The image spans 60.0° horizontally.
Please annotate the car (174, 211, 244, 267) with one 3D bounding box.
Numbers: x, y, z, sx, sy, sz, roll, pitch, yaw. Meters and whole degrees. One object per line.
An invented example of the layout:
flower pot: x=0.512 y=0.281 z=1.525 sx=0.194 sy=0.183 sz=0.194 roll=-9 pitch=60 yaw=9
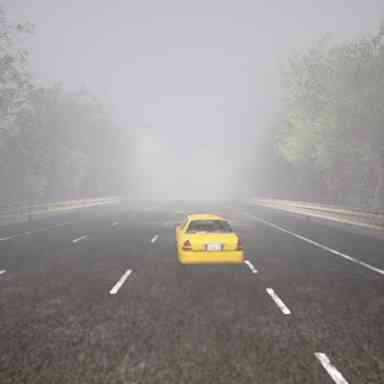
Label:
car: x=0.392 y=1.405 z=11.227 sx=1.801 sy=1.575 sz=5.366 roll=0 pitch=0 yaw=-4
